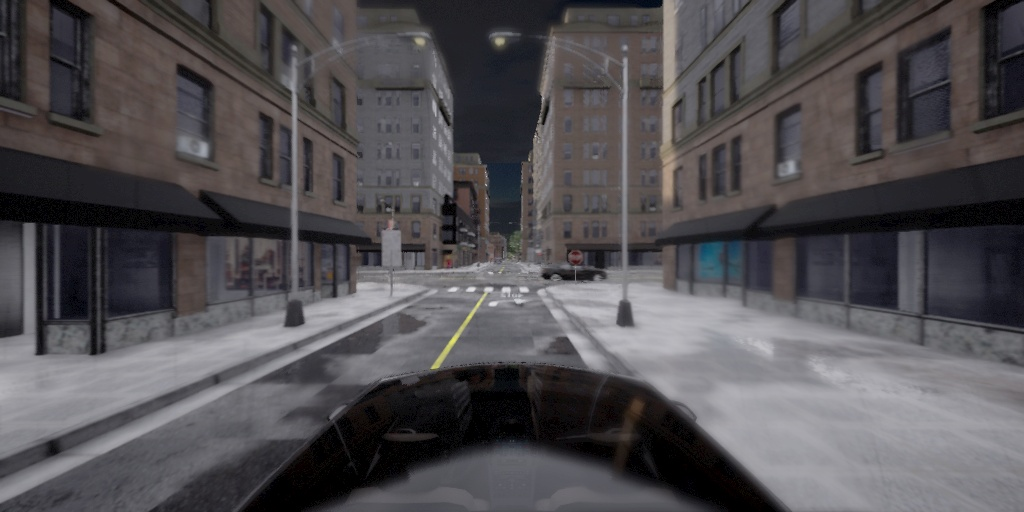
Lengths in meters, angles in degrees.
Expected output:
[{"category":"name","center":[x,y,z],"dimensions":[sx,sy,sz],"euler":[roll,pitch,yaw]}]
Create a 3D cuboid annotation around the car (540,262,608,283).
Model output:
[{"category":"car","center":[4.611,1.217,26.800],"dimensions":[5.008,1.535,1.882],"euler":[0,0,0]}]
